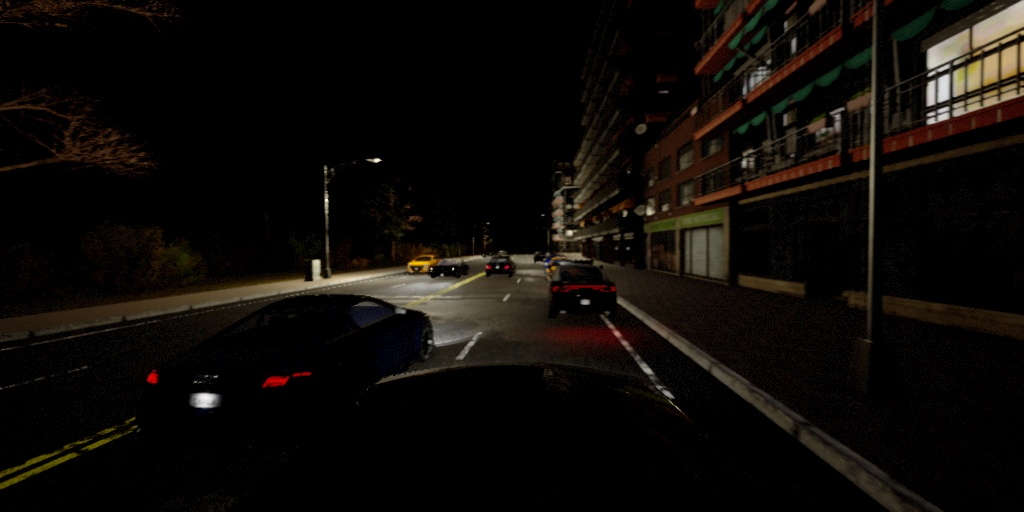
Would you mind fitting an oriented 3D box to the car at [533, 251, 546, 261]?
[{"bbox_3d":[4.510,-0.028,59.991,2.033,1.411,5.357,-1,1,3],"label":"car"}]

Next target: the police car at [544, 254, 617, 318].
[{"bbox_3d":[2.128,0.926,11.846,1.930,1.638,5.238,0,1,5],"label":"police car"}]

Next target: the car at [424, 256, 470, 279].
[{"bbox_3d":[-4.331,0.867,25.293,1.895,1.301,4.718,0,1,5],"label":"car"}]

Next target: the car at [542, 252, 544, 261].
[{"bbox_3d":[3.468,0.612,27.763,1.882,1.535,5.008,0,1,4],"label":"car"}]

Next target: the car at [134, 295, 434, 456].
[{"bbox_3d":[-2.642,1.259,5.315,1.994,1.385,4.181,0,1,6],"label":"car"}]

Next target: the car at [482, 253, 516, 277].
[{"bbox_3d":[-0.773,0.754,26.371,2.033,1.411,5.357,0,1,4],"label":"car"}]

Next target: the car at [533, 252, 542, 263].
[{"bbox_3d":[3.910,0.223,48.645,2.033,1.411,5.357,0,1,4],"label":"car"}]

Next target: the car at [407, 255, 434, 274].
[{"bbox_3d":[-7.204,0.663,30.219,1.882,1.535,5.008,0,1,4],"label":"car"}]

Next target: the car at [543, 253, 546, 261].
[{"bbox_3d":[3.004,0.723,21.940,1.801,1.575,5.366,0,1,5],"label":"car"}]
